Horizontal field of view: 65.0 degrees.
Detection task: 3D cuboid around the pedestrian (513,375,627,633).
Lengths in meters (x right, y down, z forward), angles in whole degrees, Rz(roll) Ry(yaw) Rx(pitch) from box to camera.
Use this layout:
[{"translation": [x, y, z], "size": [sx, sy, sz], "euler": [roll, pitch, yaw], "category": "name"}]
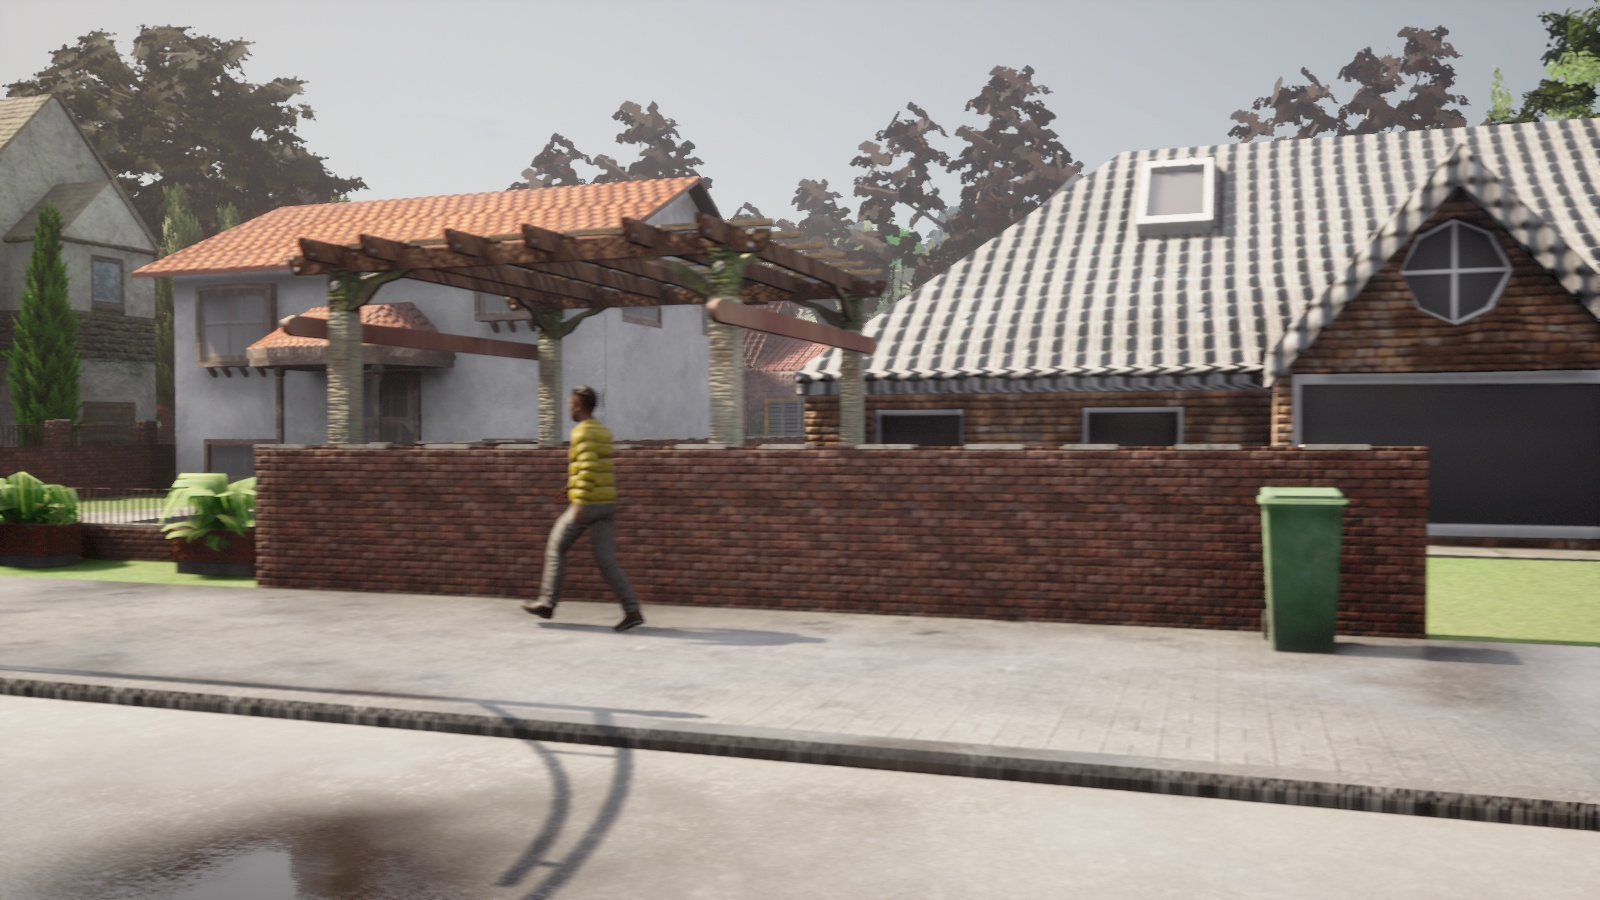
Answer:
[{"translation": [-1.702, 0.381, 9.304], "size": [0.709, 1.840, 0.431], "euler": [1, 1, 27], "category": "pedestrian"}]
